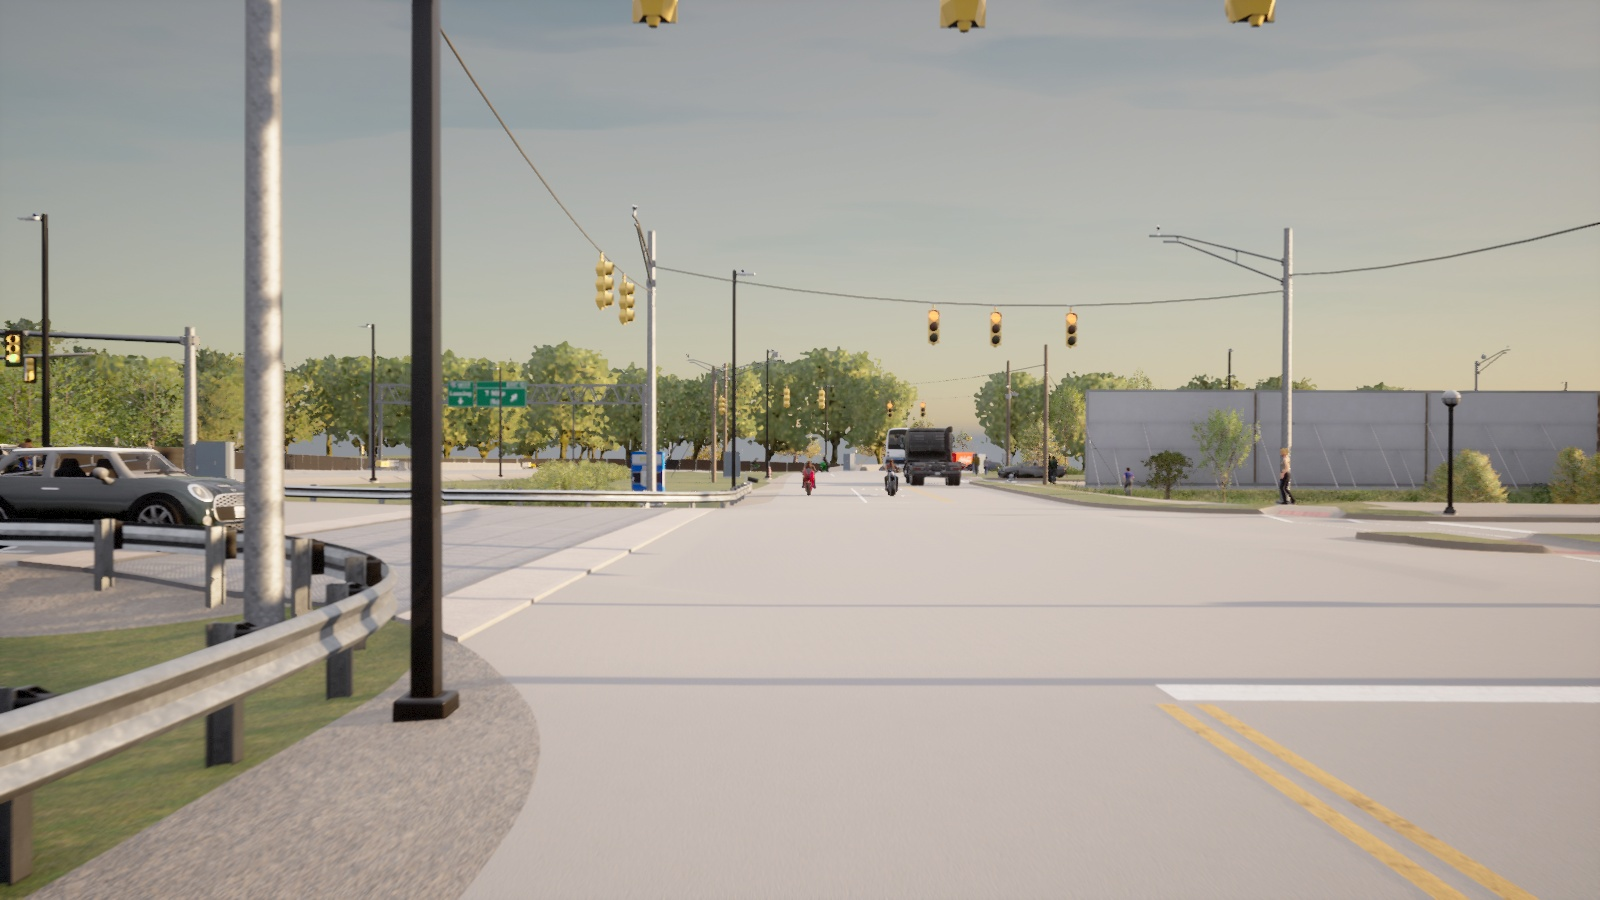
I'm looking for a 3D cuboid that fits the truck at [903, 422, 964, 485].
[{"bbox_3d":[7.716,0.230,73.622,2.891,3.462,7.936,0,0,1],"label":"truck"}]

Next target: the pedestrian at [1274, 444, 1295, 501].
[{"bbox_3d":[15.600,0.714,40.436,0.594,1.836,0.345,0,1,32],"label":"pedestrian"}]

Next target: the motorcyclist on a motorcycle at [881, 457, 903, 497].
[{"bbox_3d":[3.882,1.126,53.169,0.766,1.649,2.350,0,0,1],"label":"motorcyclist on a motorcycle"}]

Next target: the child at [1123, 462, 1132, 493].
[{"bbox_3d":[13.338,1.106,51.104,0.270,1.263,0.437,0,1,5],"label":"child"}]

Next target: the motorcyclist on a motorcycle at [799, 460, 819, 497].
[{"bbox_3d":[0.378,1.174,52.927,0.797,1.523,2.044,0,0,1],"label":"motorcyclist on a motorcycle"}]

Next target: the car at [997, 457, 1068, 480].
[{"bbox_3d":[16.499,1.320,89.355,4.902,1.511,2.128,1,1,10],"label":"car"}]

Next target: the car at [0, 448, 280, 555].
[{"bbox_3d":[-10.017,0.734,18.574,3.806,1.475,1.970,0,-1,5],"label":"car"}]
